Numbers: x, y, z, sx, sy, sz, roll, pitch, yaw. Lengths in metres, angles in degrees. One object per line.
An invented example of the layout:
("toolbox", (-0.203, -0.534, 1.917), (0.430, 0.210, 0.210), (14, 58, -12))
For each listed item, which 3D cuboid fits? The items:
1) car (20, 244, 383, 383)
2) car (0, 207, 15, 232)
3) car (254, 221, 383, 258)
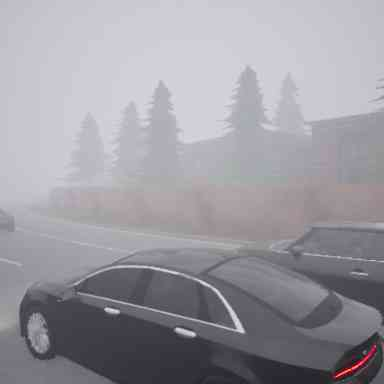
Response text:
("car", (-0.306, 1.490, 4.249), (4.892, 1.490, 1.837), (0, 0, 36))
("car", (-11.498, 1.455, 18.582), (1.994, 1.385, 4.181), (0, 0, -44))
("car", (2.760, 1.345, 6.349), (4.553, 1.767, 2.097), (0, 0, 36))
